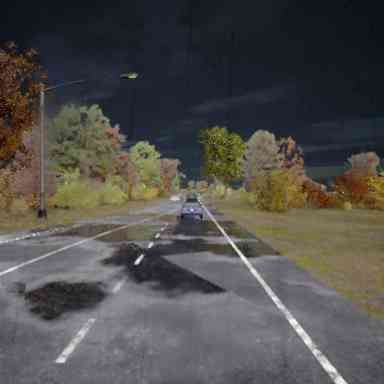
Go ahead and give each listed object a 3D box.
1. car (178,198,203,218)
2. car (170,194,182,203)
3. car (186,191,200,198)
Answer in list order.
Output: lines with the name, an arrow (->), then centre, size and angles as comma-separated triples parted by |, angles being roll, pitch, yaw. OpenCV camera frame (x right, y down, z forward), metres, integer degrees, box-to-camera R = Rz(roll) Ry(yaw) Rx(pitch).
car -> 0.001, 1.532, 29.895 | 2.033, 1.411, 5.357 | 0, 0, 0
car -> -3.498, 1.446, 68.093 | 1.812, 1.442, 4.674 | 0, 0, 0
car -> 0.002, 1.150, 65.099 | 2.150, 2.045, 5.566 | 0, 0, 0
